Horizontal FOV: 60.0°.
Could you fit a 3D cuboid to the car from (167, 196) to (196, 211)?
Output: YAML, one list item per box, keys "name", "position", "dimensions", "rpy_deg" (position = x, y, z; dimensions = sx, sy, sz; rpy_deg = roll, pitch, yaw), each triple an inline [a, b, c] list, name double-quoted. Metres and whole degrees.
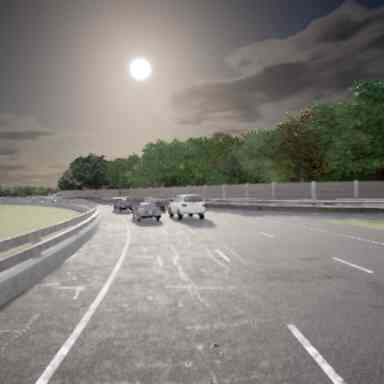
- name: "car"
  position: [-1.405, 1.347, 41.587]
  dimensions: [2.097, 1.767, 4.553]
  rpy_deg: [-1, 0, -24]

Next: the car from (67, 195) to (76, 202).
- name: "car"
  position: [-30.522, 1.523, 82.230]
  dimensions: [4.553, 1.767, 2.097]
  rpy_deg: [-1, 0, 43]

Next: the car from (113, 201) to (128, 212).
- name: "car"
  position: [-8.044, 1.673, 39.317]
  dimensions: [1.895, 1.301, 4.718]
  rpy_deg: [-1, 0, -24]

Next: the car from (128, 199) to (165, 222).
- name: "car"
  position: [-3.744, 1.577, 27.176]
  dimensions: [2.033, 1.411, 5.357]
  rpy_deg: [-1, 0, -16]

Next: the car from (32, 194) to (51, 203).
- name: "car"
  position: [-35.402, 1.703, 77.170]
  dimensions: [5.008, 1.535, 1.882]
  rpy_deg: [-1, 0, 40]

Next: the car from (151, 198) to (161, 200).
- name: "car"
  position: [-4.776, 1.542, 40.568]
  dimensions: [1.837, 1.490, 4.892]
  rpy_deg: [-1, 1, -24]

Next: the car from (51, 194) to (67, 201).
- name: "car"
  position: [-33.124, 1.421, 79.824]
  dimensions: [5.566, 2.045, 2.150]
  rpy_deg: [-1, 0, 40]

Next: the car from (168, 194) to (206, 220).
- name: "car"
  position: [-0.507, 1.214, 28.572]
  dimensions: [2.150, 2.045, 5.566]
  rpy_deg: [-1, 0, -16]
